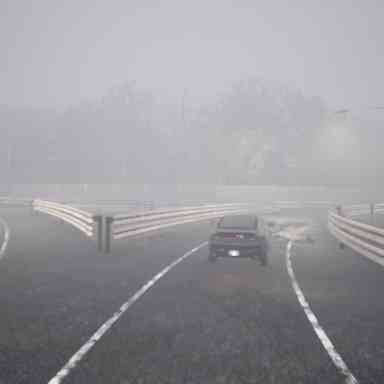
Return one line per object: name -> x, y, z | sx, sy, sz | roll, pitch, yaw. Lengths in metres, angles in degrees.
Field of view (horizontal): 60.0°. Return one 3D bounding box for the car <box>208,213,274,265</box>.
car -> 1.845, 1.534, 11.999 | 1.837, 1.490, 4.892 | 0, 0, 15
